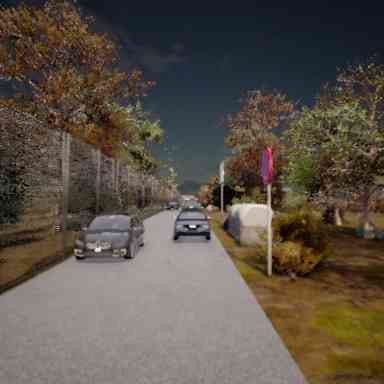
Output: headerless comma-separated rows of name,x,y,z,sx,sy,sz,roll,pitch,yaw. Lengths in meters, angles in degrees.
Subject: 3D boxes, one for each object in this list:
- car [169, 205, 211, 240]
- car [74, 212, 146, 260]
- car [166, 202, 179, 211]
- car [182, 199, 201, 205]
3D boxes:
car,0.010,1.635,17.597,2.033,1.411,5.357,0,0,0
car,-2.910,1.554,12.665,1.837,1.490,4.892,0,0,0
car,-2.995,2.282,53.063,2.033,1.411,5.357,0,-2,1
car,-0.057,1.737,38.203,2.097,1.767,4.553,0,-1,0
